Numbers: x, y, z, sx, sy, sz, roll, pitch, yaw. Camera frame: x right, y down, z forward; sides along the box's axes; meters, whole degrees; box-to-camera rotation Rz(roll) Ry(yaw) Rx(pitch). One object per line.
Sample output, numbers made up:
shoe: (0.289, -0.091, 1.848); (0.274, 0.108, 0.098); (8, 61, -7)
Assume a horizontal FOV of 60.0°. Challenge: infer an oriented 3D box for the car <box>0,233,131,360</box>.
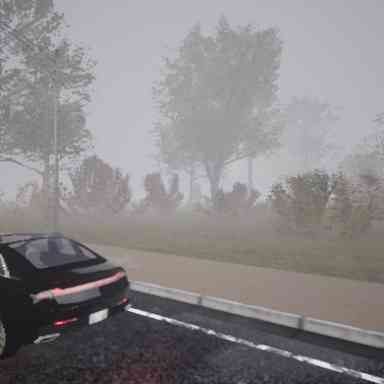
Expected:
car: (-3.265, 1.510, 6.003); (4.902, 1.511, 2.128); (0, 0, 35)
